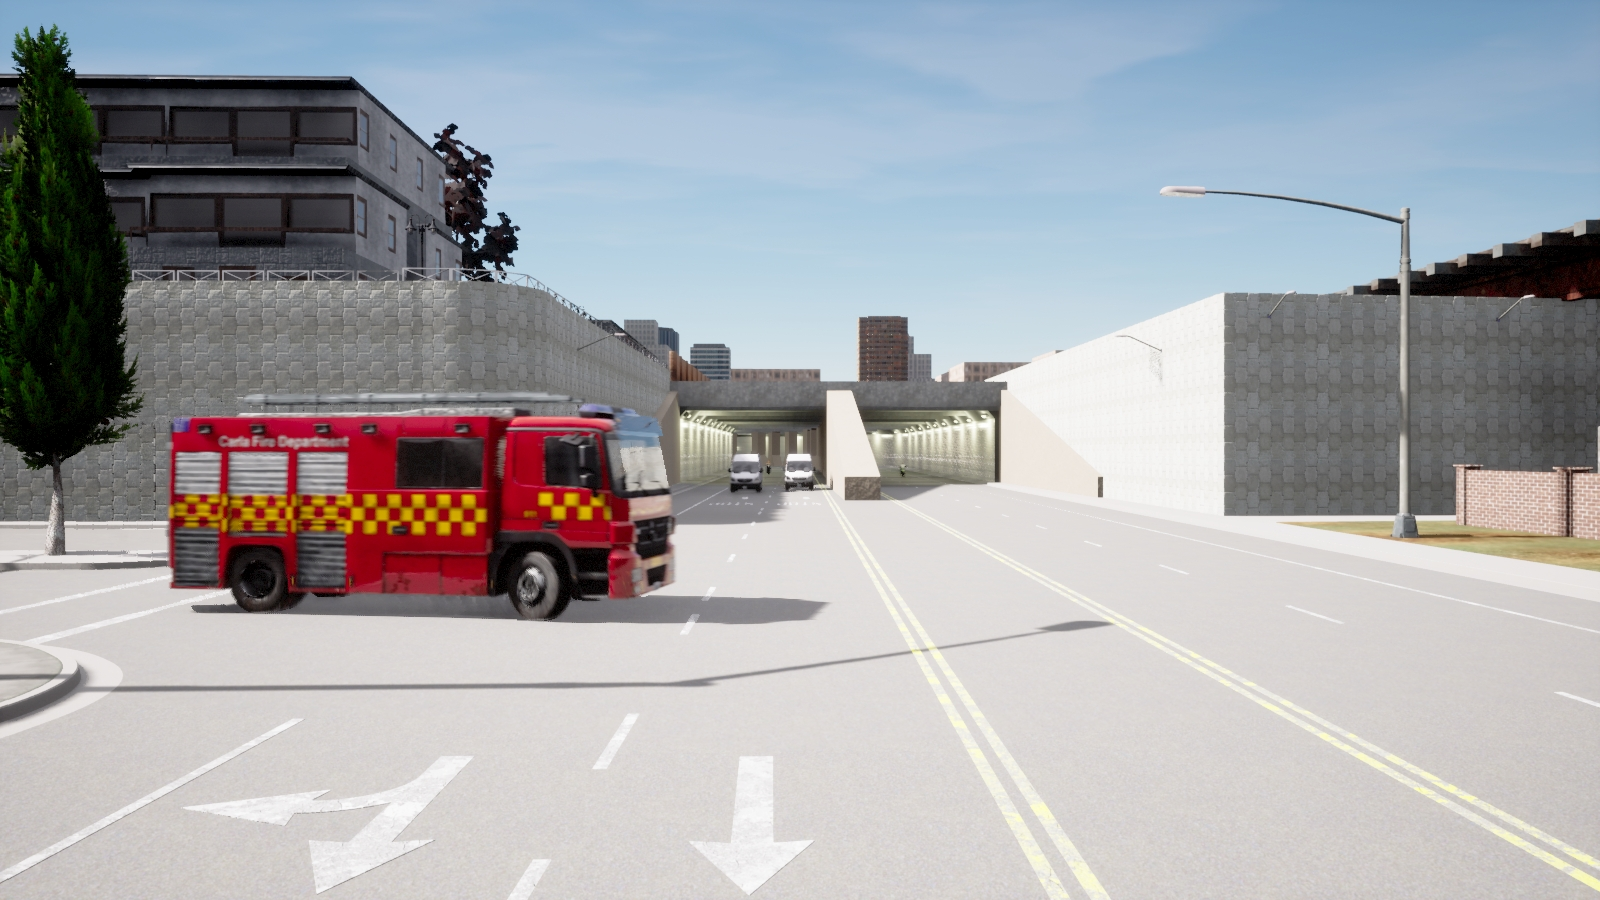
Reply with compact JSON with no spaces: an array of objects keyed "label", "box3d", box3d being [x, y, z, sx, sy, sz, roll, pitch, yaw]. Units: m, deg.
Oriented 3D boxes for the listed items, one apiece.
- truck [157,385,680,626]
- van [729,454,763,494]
[{"label":"truck","box3d":[-6.631,0.890,20.348,8.468,3.827,2.891,0,-1,10]},{"label":"van","box3d":[-3.558,1.534,75.968,1.988,2.561,5.915,0,0,0]}]
